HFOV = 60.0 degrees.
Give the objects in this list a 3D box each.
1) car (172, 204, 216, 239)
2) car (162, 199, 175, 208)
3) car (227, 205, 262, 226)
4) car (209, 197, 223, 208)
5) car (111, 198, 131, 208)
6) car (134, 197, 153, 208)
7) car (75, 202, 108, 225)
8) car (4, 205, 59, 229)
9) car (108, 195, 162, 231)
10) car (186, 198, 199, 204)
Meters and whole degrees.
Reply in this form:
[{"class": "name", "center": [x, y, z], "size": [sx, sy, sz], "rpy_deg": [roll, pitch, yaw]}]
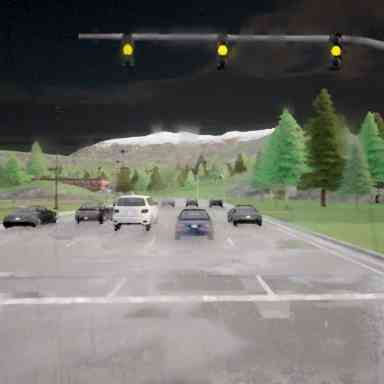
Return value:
[{"class": "car", "center": [0.104, 1.551, 17.152], "size": [2.033, 1.411, 5.357], "rpy_deg": [0, 0, 0]}, {"class": "car", "center": [-3.493, 1.610, 48.962], "size": [1.895, 1.301, 4.718], "rpy_deg": [0, 0, 0]}, {"class": "car", "center": [3.604, 1.568, 23.313], "size": [1.994, 1.385, 4.181], "rpy_deg": [0, 0, 0]}, {"class": "car", "center": [3.509, 1.487, 49.041], "size": [1.882, 1.535, 5.008], "rpy_deg": [0, 0, 0]}, {"class": "car", "center": [-10.491, 1.573, 49.524], "size": [1.994, 1.385, 4.181], "rpy_deg": [0, 0, 0]}, {"class": "car", "center": [-6.993, 1.557, 48.792], "size": [2.033, 1.411, 5.357], "rpy_deg": [0, 0, 0]}, {"class": "car", "center": [-6.896, 1.496, 24.124], "size": [2.128, 1.511, 4.902], "rpy_deg": [0, 0, 0]}, {"class": "car", "center": [-10.398, 1.568, 21.848], "size": [1.994, 1.385, 4.181], "rpy_deg": [0, 0, 0]}, {"class": "car", "center": [-3.397, 1.225, 20.930], "size": [2.150, 2.045, 5.566], "rpy_deg": [0, 0, 0]}, {"class": "car", "center": [0.007, 1.535, 48.821], "size": [1.812, 1.442, 4.674], "rpy_deg": [0, 0, 0]}]
